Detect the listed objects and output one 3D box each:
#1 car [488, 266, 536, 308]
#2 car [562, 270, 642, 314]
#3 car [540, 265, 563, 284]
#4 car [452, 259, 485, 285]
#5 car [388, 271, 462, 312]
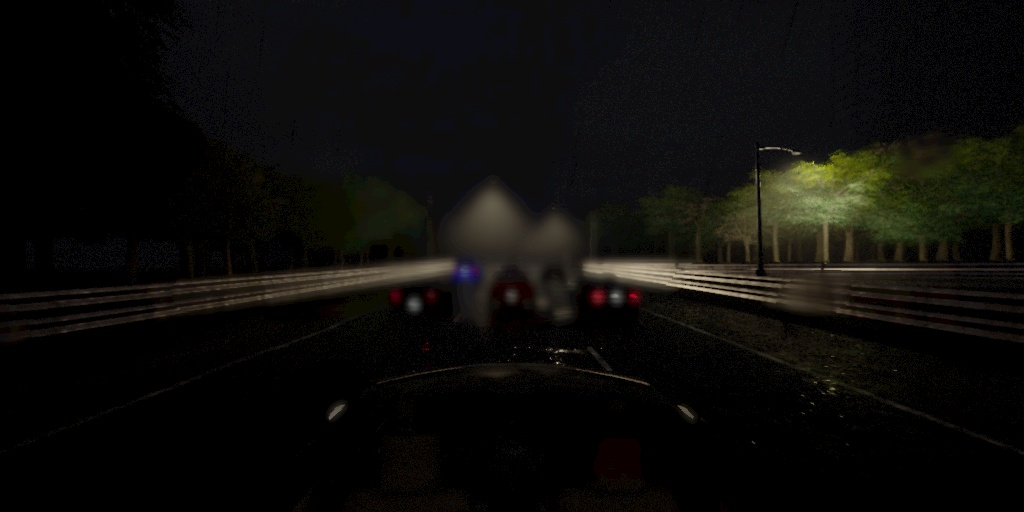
[{"bbox_3d":[0.010,1.376,16.074,1.882,1.535,5.008,0,0,0],"label":"car"},{"bbox_3d":[3.496,1.429,14.389,2.033,1.411,5.357,0,-1,0],"label":"car"},{"bbox_3d":[3.492,1.522,31.075,1.882,1.535,5.008,0,0,0],"label":"car"},{"bbox_3d":[-3.522,1.254,29.417,2.150,2.045,5.566,0,0,0],"label":"car"},{"bbox_3d":[-3.496,1.489,15.090,1.895,1.301,4.718,0,-1,0],"label":"car"}]
